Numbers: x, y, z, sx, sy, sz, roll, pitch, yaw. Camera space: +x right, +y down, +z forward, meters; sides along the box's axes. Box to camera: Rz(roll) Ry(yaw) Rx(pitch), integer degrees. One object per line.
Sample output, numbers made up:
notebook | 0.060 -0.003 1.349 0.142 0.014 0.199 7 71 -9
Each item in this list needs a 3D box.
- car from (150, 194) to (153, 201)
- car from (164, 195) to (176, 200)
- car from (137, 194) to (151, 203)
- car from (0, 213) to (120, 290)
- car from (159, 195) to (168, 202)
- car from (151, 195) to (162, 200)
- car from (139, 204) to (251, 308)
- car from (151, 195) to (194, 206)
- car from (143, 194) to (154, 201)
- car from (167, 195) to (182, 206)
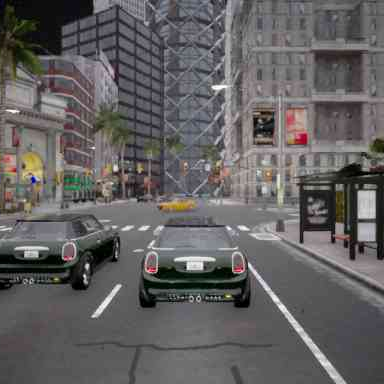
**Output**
car | -6.981 1.525 70.499 2.128 1.511 4.902 0 0 0
car | -6.011 1.540 91.213 2.033 1.411 5.357 0 0 10
car | -10.481 1.595 70.455 1.895 1.301 4.718 0 0 0
car | -3.427 1.352 9.247 2.097 1.767 4.553 0 0 0
car | -6.976 1.524 80.676 1.812 1.442 4.674 0 0 0
car | -9.632 1.595 90.920 1.895 1.301 4.718 0 0 10
car | 0.066 1.352 8.104 2.097 1.767 4.553 0 0 0
car | -1.849 1.477 38.354 5.008 1.535 1.882 0 -1 -45
car | -10.475 1.355 80.750 2.097 1.767 4.553 0 0 0
car | -3.096 1.352 57.212 2.097 1.767 4.553 0 0 -10
